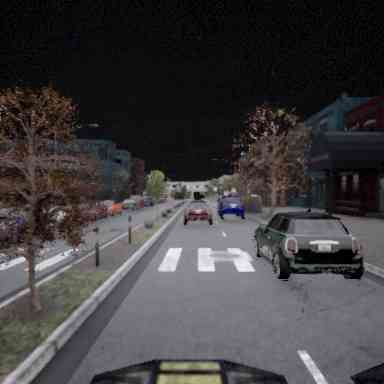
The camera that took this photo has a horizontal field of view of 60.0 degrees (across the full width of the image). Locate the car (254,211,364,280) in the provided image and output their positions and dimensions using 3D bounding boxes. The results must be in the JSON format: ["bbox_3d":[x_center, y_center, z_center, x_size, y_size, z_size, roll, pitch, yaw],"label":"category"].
[{"bbox_3d":[3.247,1.384,10.202,2.097,1.767,4.553,0,0,1],"label":"car"}]

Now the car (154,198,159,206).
[{"bbox_3d":[-7.996,1.554,60.393,2.435,2.045,5.566,0,-1,1],"label":"car"}]

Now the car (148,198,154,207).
[{"bbox_3d":[-8.057,1.794,54.903,2.002,1.452,4.674,0,-1,1],"label":"car"}]

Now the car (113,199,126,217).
[{"bbox_3d":[-8.303,1.476,32.849,2.185,1.767,4.553,0,0,1],"label":"car"}]

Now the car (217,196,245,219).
[{"bbox_3d":[3.547,1.348,30.944,2.150,2.045,5.566,0,0,1],"label":"car"}]

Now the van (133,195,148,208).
[{"bbox_3d":[-8.120,1.481,49.263,1.878,1.987,4.442,0,0,1],"label":"van"}]

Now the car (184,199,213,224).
[{"bbox_3d":[0.469,1.450,25.727,2.097,1.767,4.553,0,0,1],"label":"car"}]

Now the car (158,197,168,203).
[{"bbox_3d":[-7.688,2.083,88.033,2.231,1.521,4.892,0,-1,1],"label":"car"}]

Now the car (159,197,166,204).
[{"bbox_3d":[-7.813,2.003,76.829,2.163,1.488,4.792,0,-1,1],"label":"car"}]

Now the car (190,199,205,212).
[{"bbox_3d":[0.730,1.699,43.039,1.837,1.490,4.892,0,0,1],"label":"car"}]

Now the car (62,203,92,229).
[{"bbox_3d":[-8.428,1.590,21.652,2.002,1.452,4.674,0,0,1],"label":"car"}]

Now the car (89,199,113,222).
[{"bbox_3d":[-8.364,1.448,27.329,2.185,1.767,4.553,0,0,1],"label":"car"}]

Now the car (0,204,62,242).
[{"bbox_3d":[-8.489,1.401,16.160,2.185,1.767,4.553,0,0,1],"label":"car"}]

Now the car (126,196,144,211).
[{"bbox_3d":[-8.181,1.669,43.864,2.231,1.521,4.892,0,0,1],"label":"car"}]
